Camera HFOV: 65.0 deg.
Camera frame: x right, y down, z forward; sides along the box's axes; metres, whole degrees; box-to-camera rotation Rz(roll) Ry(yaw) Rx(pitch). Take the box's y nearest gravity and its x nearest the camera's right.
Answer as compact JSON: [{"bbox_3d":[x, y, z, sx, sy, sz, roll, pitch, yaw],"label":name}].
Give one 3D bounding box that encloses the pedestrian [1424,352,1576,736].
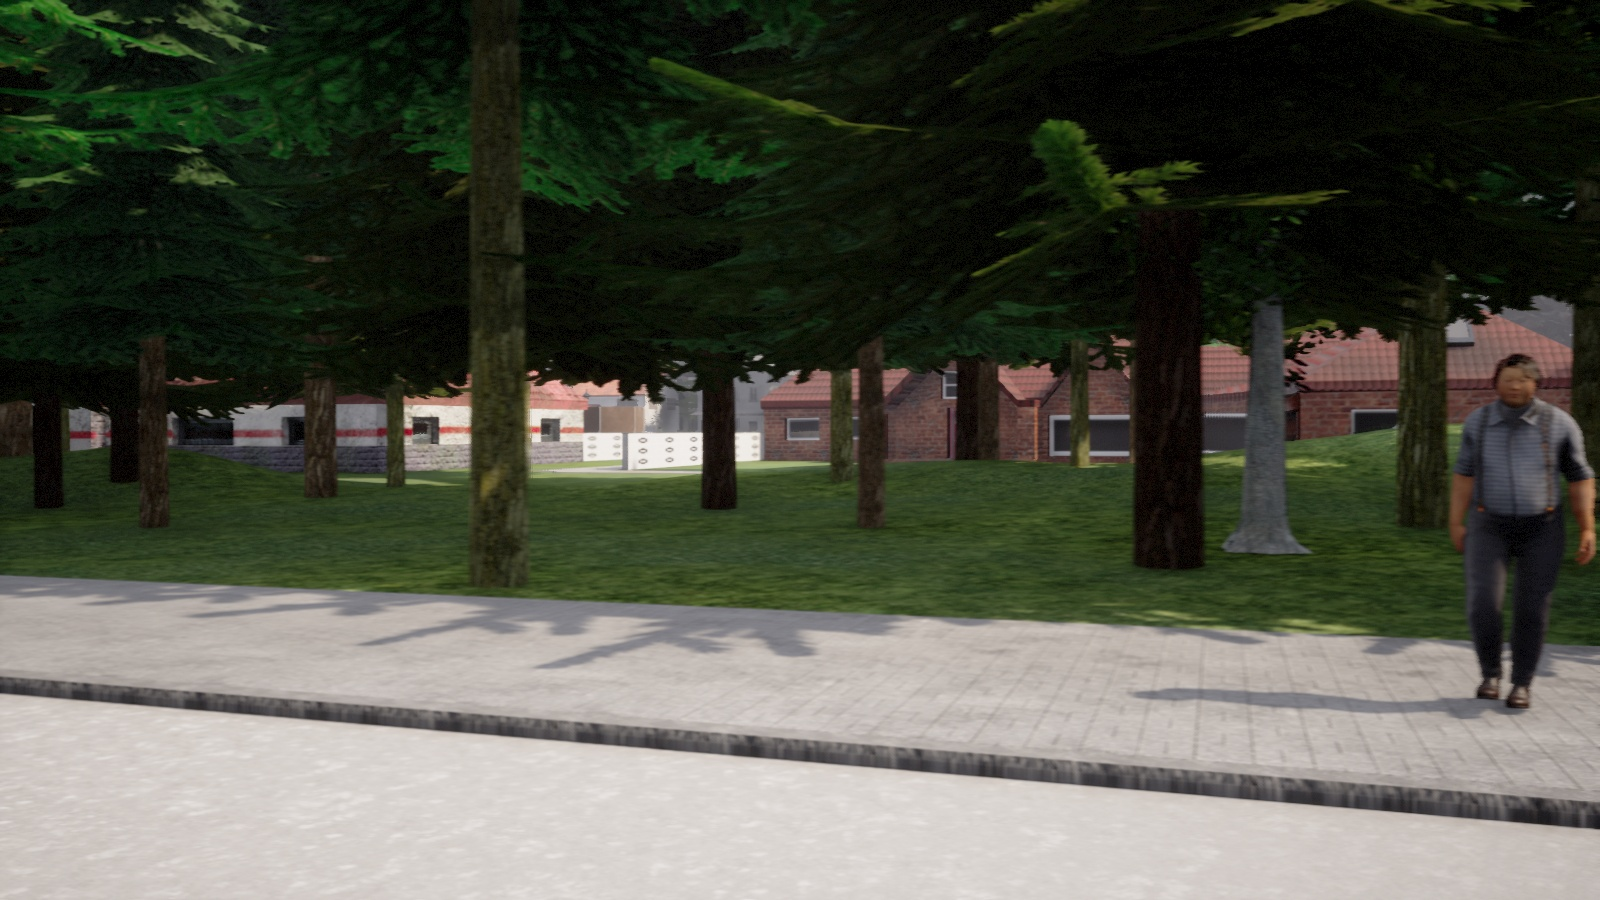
[{"bbox_3d":[3.606,0.446,6.465,0.540,1.848,0.694,1,1,40],"label":"pedestrian"}]
